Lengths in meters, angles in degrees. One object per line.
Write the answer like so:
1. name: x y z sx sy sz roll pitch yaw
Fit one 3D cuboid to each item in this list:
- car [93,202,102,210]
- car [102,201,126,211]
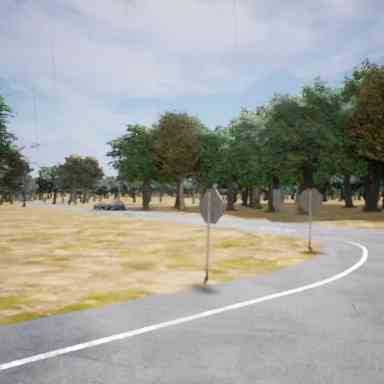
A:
1. car: -16.276 2.507 59.823 1.994 1.385 4.181 3 -2 -34
2. car: -12.567 2.188 54.518 2.097 1.767 4.553 3 -2 -34
